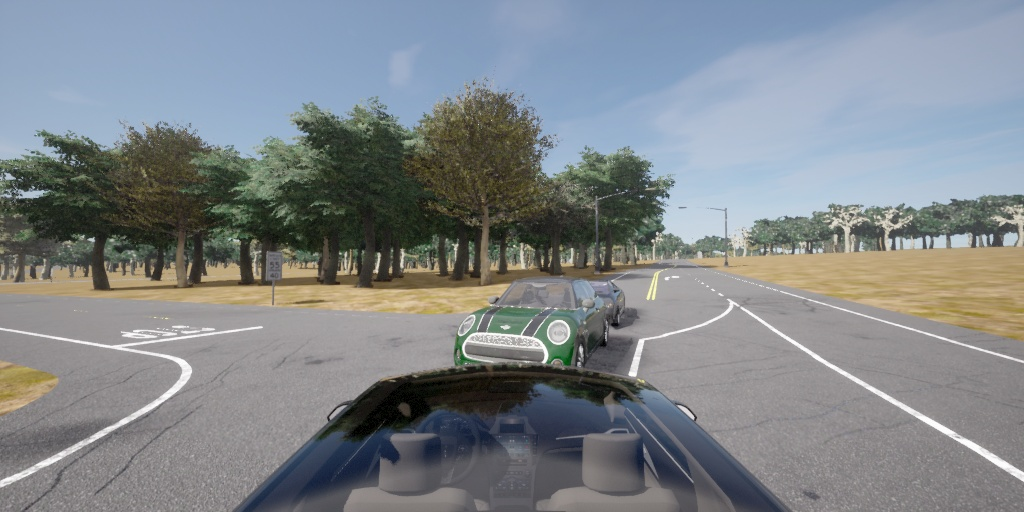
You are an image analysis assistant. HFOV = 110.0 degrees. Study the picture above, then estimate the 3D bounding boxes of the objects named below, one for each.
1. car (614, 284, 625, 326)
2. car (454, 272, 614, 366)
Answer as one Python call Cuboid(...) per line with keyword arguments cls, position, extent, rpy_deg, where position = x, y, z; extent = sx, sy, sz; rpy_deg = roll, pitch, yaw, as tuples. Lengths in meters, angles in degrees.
Cuboid(cls="car", position=(2.916, 1.554, 12.873), extent=(1.994, 1.385, 4.181), rpy_deg=(-2, 0, 22))
Cuboid(cls="car", position=(0.687, 1.222, 7.442), extent=(2.097, 1.767, 4.553), rpy_deg=(-1, -2, 22))
